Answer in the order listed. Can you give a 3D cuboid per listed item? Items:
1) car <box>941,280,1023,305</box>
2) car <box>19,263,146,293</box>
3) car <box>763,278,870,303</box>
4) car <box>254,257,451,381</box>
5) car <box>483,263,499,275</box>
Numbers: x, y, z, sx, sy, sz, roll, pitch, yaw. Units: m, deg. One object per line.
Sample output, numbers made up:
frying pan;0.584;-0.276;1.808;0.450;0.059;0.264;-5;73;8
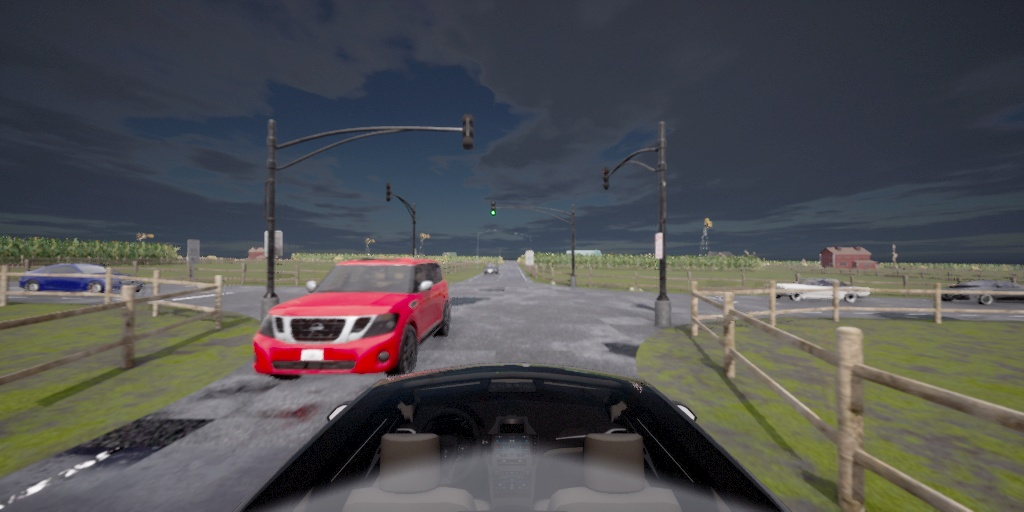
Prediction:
car;27.275;2.070;20.617;4.181;1.385;1.994;1;-1;1
car;-20.246;1.081;16.974;4.674;1.442;1.812;1;-1;0
car;17.307;1.916;20.635;4.718;1.301;1.895;1;-1;2
car;-2.744;1.044;7.702;2.150;2.045;5.566;0;-1;0
car;-2.692;1.734;46.851;2.128;1.511;4.902;0;-1;0
